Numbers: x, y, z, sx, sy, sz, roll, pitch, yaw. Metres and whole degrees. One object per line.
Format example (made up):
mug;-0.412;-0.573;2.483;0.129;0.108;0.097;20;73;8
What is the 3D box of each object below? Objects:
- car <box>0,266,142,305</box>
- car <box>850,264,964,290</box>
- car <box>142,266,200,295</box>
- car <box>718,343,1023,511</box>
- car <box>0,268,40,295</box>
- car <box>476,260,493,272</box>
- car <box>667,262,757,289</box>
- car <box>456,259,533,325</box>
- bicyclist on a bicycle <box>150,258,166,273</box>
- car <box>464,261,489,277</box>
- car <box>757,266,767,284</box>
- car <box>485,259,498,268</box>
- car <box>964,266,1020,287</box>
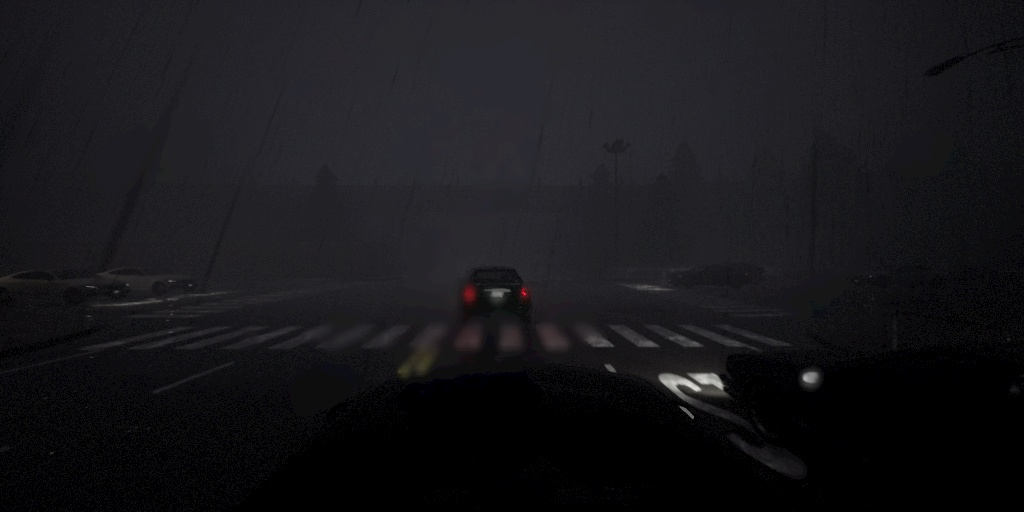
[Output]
car;-19.047;1.233;15.163;4.674;1.442;1.812;0;0;0
car;23.568;1.239;21.792;4.674;1.442;1.812;0;0;9
car;-19.063;1.236;18.667;4.674;1.442;1.812;0;0;0
car;3.588;1.298;2.171;2.033;1.411;5.357;0;0;0
car;-28.175;1.312;18.651;4.718;1.301;1.895;0;0;0
car;-3.586;1.297;47.552;1.837;1.490;4.892;0;0;0
car;12.181;1.239;22.378;4.674;1.442;1.812;0;0;1
car;-0.768;1.106;12.110;2.097;1.767;4.553;0;0;-10
bicyclist on a bicycle;-29.421;1.022;29.632;0.582;1.620;1.656;0;0;0
car;-3.579;1.275;37.147;2.128;1.511;4.902;0;0;0
car;15.455;1.219;25.695;4.892;1.490;1.837;-1;0;2
car;-3.511;1.284;61.897;1.882;1.535;5.008;0;0;0
car;29.840;1.316;23.999;4.718;1.301;1.895;0;0;18
